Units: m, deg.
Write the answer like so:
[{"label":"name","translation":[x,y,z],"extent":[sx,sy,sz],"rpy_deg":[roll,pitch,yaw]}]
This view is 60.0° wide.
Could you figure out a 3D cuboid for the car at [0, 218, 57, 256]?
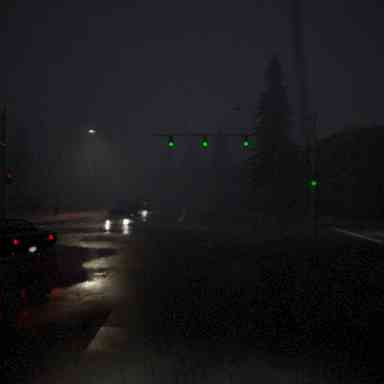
[{"label":"car","translation":[-7.207,1.600,12.046],"extent":[4.718,1.301,1.895],"rpy_deg":[0,0,29]}]

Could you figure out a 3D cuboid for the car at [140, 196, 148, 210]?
[{"label":"car","translation":[-6.466,1.286,40.696],"extent":[2.097,1.767,4.553],"rpy_deg":[0,0,-5]}]

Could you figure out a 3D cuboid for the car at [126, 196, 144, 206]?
[{"label":"car","translation":[-9.197,1.443,53.240],"extent":[1.812,1.442,4.674],"rpy_deg":[0,0,-22]}]

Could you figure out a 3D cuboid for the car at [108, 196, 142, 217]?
[{"label":"car","translation":[-6.242,1.434,30.501],"extent":[1.882,1.535,5.008],"rpy_deg":[0,0,1]}]
